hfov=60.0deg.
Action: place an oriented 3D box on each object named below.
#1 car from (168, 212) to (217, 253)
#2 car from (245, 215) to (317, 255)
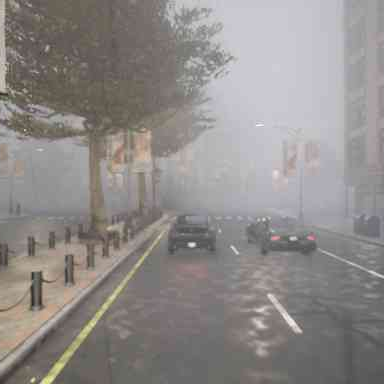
[{"bbox_3d":[0.005,1.644,14.315,1.837,1.490,4.892,0,0,0],"label":"car"},{"bbox_3d":[3.503,1.680,13.991,2.033,1.411,5.357,0,-1,0],"label":"car"}]
